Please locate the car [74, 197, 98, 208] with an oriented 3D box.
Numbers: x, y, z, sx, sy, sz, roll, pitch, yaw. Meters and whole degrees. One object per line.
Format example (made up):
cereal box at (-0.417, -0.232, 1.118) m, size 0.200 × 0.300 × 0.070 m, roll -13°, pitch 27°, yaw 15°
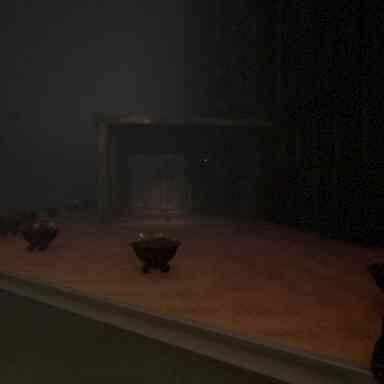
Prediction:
car at (-14.941, 1.516, 48.435) m, size 2.128 × 1.511 × 4.902 m, roll 0°, pitch 0°, yaw 29°
